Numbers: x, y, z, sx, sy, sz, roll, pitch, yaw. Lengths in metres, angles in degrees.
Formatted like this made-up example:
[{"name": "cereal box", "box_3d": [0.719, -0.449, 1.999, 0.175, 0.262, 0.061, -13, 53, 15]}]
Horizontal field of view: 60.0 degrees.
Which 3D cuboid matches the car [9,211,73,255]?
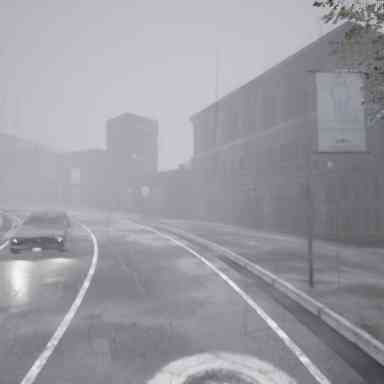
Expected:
[{"name": "car", "box_3d": [-5.871, 1.481, 13.520, 2.033, 1.411, 5.357, 1, 0, -17]}]
